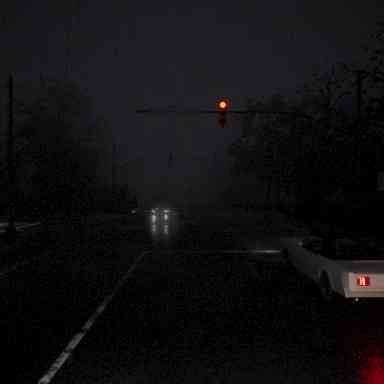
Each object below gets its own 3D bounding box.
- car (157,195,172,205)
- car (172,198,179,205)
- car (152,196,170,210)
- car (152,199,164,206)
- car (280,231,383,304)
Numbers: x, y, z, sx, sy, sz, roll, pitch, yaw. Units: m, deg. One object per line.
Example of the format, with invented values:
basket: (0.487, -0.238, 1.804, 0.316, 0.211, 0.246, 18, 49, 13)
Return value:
car: (-4.903, 1.447, 53.601, 2.150, 2.045, 5.566, 0, -1, -6)
car: (-4.994, 2.126, 73.582, 1.882, 1.535, 5.008, 0, -1, -19)
car: (-4.102, 1.583, 43.509, 1.837, 1.490, 4.892, 0, -1, -3)
car: (-6.747, 2.055, 65.806, 1.994, 1.385, 4.181, 0, -1, -11)
car: (3.594, 1.601, 8.107, 1.895, 1.301, 4.718, 0, 0, 0)
